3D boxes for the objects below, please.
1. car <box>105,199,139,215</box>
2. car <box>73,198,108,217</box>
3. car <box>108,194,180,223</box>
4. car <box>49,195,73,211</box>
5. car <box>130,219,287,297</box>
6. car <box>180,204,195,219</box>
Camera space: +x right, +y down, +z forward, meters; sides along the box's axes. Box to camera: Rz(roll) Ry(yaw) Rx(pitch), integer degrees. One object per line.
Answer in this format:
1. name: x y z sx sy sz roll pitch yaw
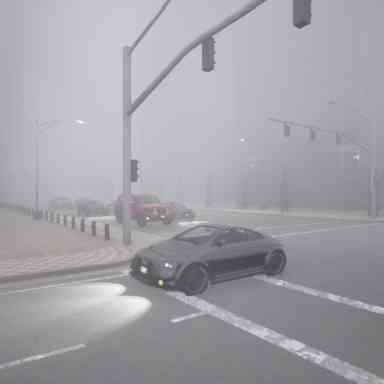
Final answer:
1. car: -7.279 1.508 34.229 1.994 1.385 4.181 0 0 -35
2. car: -9.270 1.508 30.970 1.994 1.385 4.181 0 0 -35
3. car: -3.432 1.166 22.742 2.150 2.045 5.566 0 0 -36
4. car: -15.893 1.300 40.457 2.097 1.767 4.553 0 0 -35
5. car: 0.534 1.553 8.671 4.181 1.385 1.994 -1 0 -35
6. car: -1.540 1.508 26.119 1.994 1.385 4.181 0 0 -36
